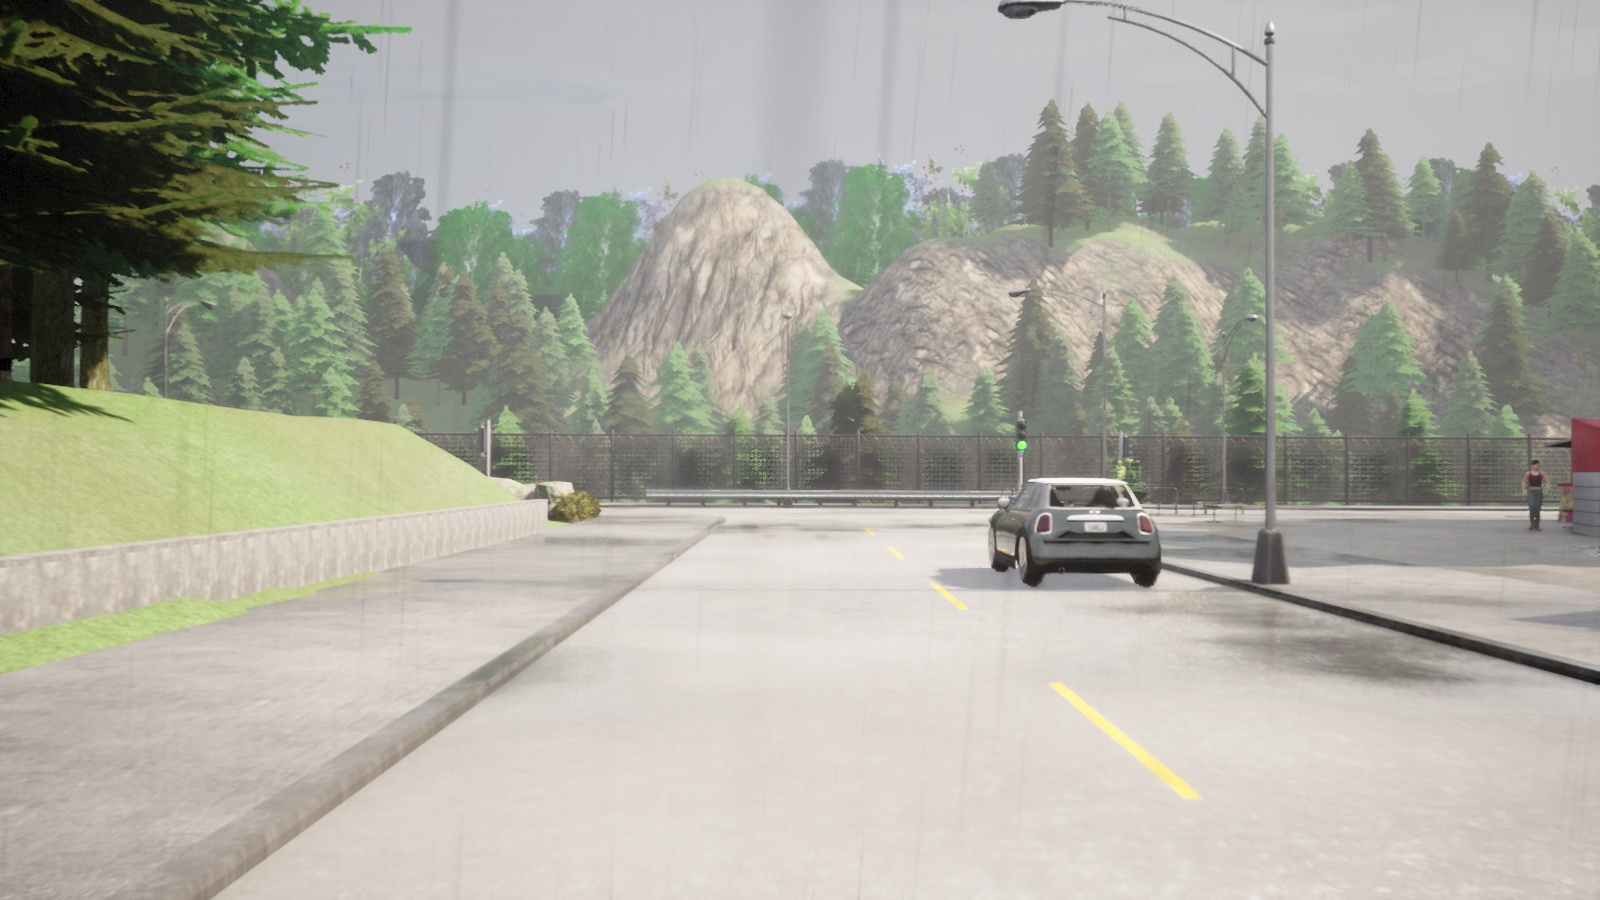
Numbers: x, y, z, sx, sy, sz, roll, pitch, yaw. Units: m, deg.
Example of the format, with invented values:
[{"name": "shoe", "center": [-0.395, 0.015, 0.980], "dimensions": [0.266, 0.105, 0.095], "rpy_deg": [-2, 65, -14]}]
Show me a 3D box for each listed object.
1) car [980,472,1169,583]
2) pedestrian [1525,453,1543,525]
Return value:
[{"name": "car", "center": [3.957, 1.078, 18.743], "dimensions": [1.970, 1.475, 3.806], "rpy_deg": [0, -1, 0]}, {"name": "pedestrian", "center": [18.794, 0.988, 32.161], "dimensions": [0.345, 1.836, 0.594], "rpy_deg": [-1, -1, 27]}]
